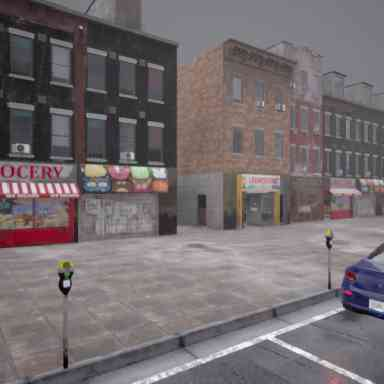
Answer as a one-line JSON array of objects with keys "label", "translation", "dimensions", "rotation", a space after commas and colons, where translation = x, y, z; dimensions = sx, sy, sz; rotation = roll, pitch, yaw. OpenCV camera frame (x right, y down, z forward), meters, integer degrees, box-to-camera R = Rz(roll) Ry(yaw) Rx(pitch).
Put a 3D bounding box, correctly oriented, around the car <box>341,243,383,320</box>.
[{"label": "car", "translation": [4.649, 1.526, 6.266], "dimensions": [4.674, 1.442, 1.812], "rotation": [0, 0, -36]}]
